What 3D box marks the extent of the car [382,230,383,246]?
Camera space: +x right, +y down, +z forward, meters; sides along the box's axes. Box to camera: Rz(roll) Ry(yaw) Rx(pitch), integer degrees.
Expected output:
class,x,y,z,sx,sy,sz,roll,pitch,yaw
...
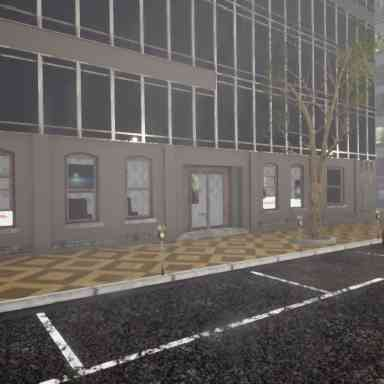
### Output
class,x,y,z,sx,sy,sz,roll,pitch,yaw
car,9.329,1.436,13.248,4.097,1.590,1.967,0,-1,-36
